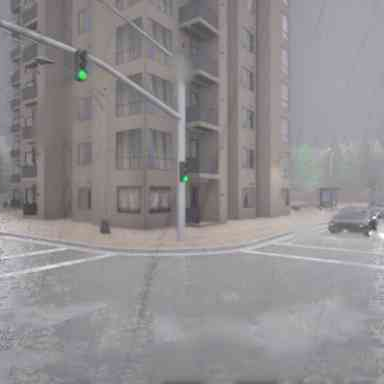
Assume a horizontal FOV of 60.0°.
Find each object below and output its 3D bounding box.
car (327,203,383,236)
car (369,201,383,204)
[{"bbox_3d":[9.159,1.544,18.644,2.033,1.411,5.357,0,0,36],"label":"car"},{"bbox_3d":[14.856,1.488,26.437,2.128,1.511,4.902,0,0,36],"label":"car"}]
